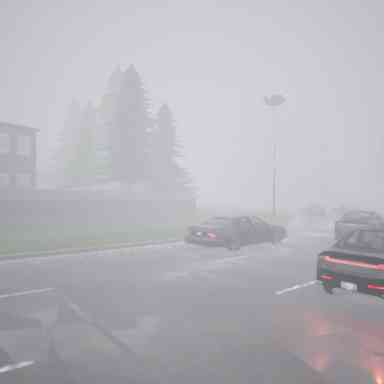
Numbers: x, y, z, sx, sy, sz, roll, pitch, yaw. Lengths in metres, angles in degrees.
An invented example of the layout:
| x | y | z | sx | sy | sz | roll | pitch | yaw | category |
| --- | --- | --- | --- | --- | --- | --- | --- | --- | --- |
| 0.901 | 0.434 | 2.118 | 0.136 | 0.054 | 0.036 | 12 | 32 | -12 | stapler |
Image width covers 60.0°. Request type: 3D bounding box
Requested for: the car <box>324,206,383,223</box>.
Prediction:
| x | y | z | sx | sy | sz | roll | pitch | yaw | category |
| --- | --- | --- | --- | --- | --- | --- | --- | --- | --- |
| 8.675 | 1.708 | 16.677 | 2.128 | 1.511 | 4.902 | 0 | -1 | 41 | car |

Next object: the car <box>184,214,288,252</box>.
| x | y | z | sx | sy | sz | roll | pitch | yaw | category |
| --- | --- | --- | --- | --- | --- | --- | --- | --- | --- |
| 2.095 | 1.706 | 14.745 | 5.357 | 1.411 | 2.033 | 1 | -1 | -43 | car |

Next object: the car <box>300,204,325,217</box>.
| x | y | z | sx | sy | sz | roll | pitch | yaw | category |
| --- | --- | --- | --- | --- | --- | --- | --- | --- | --- |
| 13.634 | 2.017 | 37.605 | 1.994 | 1.385 | 4.181 | 0 | -1 | 5 | car |

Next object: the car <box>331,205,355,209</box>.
| x | y | z | sx | sy | sz | roll | pitch | yaw | category |
| --- | --- | --- | --- | --- | --- | --- | --- | --- | --- |
| 17.258 | 2.073 | 37.388 | 1.895 | 1.301 | 4.718 | 0 | -1 | 4 | car |

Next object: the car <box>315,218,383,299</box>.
| x | y | z | sx | sy | sz | roll | pitch | yaw | category |
| --- | --- | --- | --- | --- | --- | --- | --- | --- | --- |
| 4.805 | 1.598 | 7.894 | 4.902 | 1.511 | 2.128 | 1 | -1 | -41 | car |
